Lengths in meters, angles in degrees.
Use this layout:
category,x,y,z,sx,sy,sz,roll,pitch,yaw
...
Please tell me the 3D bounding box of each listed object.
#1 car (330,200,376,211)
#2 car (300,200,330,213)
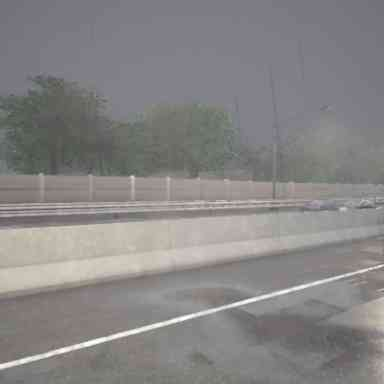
category,x,y,z,sx,sy,sz,roll,pitch,yaw
car,16.082,1.495,32.517,4.902,1.511,2.128,0,0,-35
car,13.708,1.551,35.133,5.357,1.411,2.033,0,0,-35
